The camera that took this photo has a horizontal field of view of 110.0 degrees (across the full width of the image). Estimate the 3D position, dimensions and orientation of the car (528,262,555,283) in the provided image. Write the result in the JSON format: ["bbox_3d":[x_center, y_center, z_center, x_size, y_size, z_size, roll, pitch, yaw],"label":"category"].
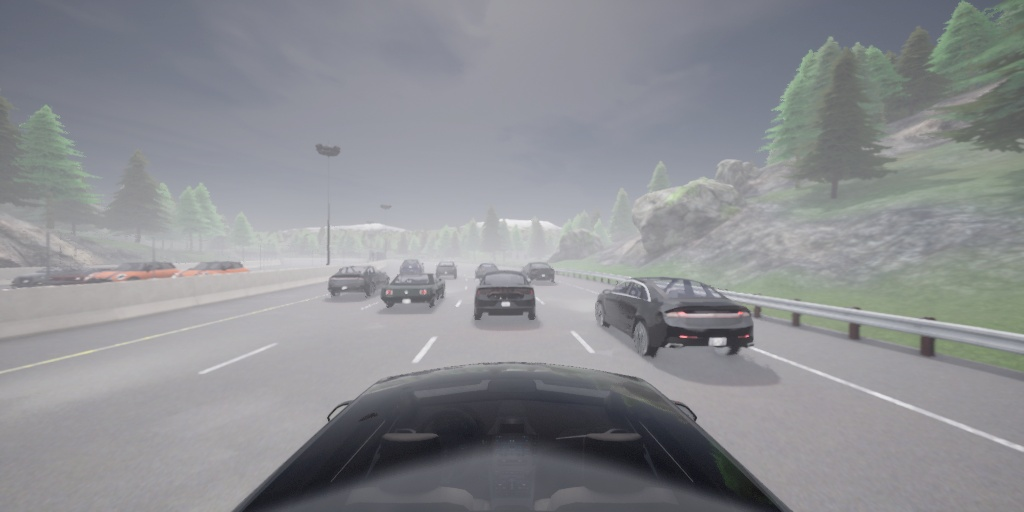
[{"bbox_3d":[1.888,1.192,27.212,1.882,1.535,5.008,0,0,-7],"label":"car"}]

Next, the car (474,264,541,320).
[{"bbox_3d":[-0.309,1.214,12.678,1.882,1.535,5.008,0,0,-3],"label":"car"}]

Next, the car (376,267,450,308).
[{"bbox_3d":[-3.954,1.341,15.186,1.895,1.301,4.718,0,0,-4],"label":"car"}]

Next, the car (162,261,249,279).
[{"bbox_3d":[-18.811,1.111,22.600,2.097,1.767,4.553,0,0,-6],"label":"car"}]

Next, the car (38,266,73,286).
[{"bbox_3d":[-25.834,1.374,22.618,1.895,1.301,4.718,0,0,-6],"label":"car"}]

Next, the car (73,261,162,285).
[{"bbox_3d":[-22.200,1.119,21.279,2.097,1.767,4.553,0,0,-6],"label":"car"}]

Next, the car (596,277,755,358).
[{"bbox_3d":[3.382,1.227,8.464,2.128,1.511,4.902,0,0,-2],"label":"car"}]

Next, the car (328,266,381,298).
[{"bbox_3d":[-7.754,1.235,18.563,2.128,1.511,4.902,0,0,-5],"label":"car"}]

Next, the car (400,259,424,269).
[{"bbox_3d":[-10.172,1.077,36.727,2.097,1.767,4.553,0,0,-10],"label":"car"}]

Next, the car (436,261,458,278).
[{"bbox_3d":[-5.985,1.214,32.955,2.128,1.511,4.902,0,0,-9],"label":"car"}]

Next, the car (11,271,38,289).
[{"bbox_3d":[-29.446,1.344,23.533,1.994,1.385,4.181,0,0,-6],"label":"car"}]
